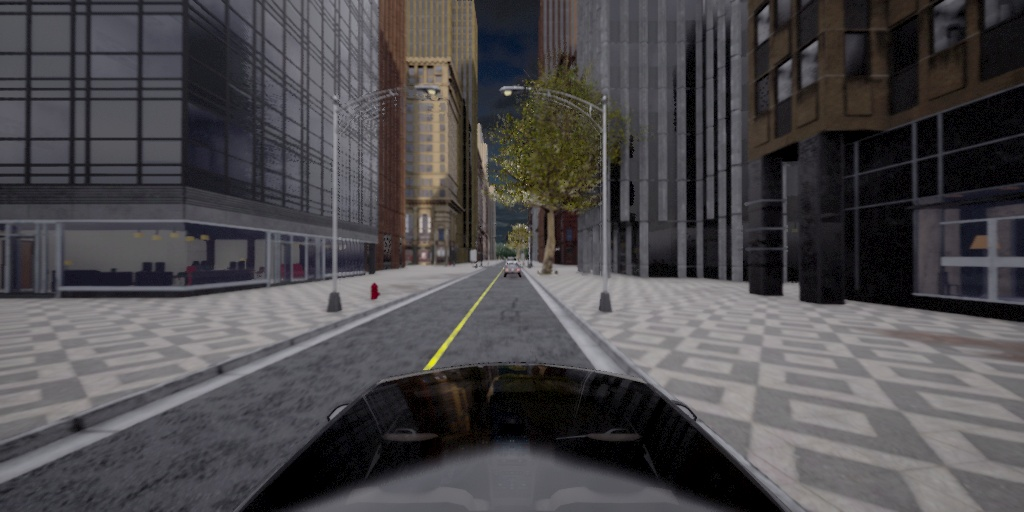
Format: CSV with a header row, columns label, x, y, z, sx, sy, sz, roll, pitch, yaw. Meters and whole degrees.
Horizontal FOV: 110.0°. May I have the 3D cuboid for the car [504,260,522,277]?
label,x,y,z,sx,sy,sz,roll,pitch,yaw
car,0.074,1.471,38.953,2.033,1.411,5.357,0,0,0

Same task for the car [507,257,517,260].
label,x,y,z,sx,sy,sz,roll,pitch,yaw
car,0.025,1.251,60.179,2.150,2.045,5.566,0,-1,0
